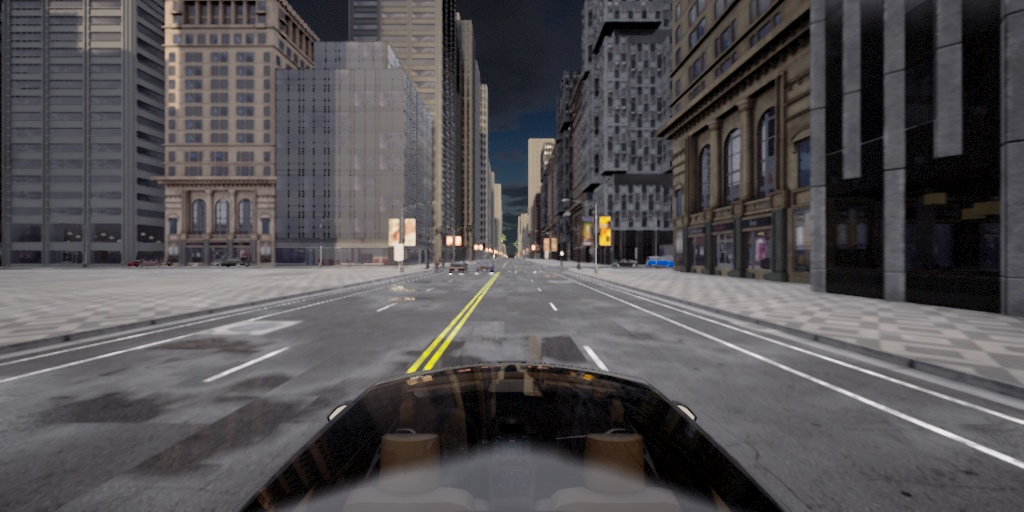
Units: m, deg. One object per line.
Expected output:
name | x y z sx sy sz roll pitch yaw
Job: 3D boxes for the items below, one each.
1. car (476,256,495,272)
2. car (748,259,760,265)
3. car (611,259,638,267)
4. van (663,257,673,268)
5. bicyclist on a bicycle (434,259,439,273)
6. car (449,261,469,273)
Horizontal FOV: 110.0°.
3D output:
car | -3.248 1.076 44.315 2.097 1.767 4.553 0 0 0
car | 35.951 1.224 52.300 4.207 1.307 1.802 0 0 0
car | 19.131 1.230 60.898 4.403 1.370 2.007 0 0 0
van | 24.714 1.004 52.349 3.998 1.789 1.690 0 0 0
bicyclist on a bicycle | -8.631 1.180 40.866 0.582 1.620 1.656 0 0 1
car | -6.497 1.273 44.334 2.033 1.411 5.357 0 0 0
